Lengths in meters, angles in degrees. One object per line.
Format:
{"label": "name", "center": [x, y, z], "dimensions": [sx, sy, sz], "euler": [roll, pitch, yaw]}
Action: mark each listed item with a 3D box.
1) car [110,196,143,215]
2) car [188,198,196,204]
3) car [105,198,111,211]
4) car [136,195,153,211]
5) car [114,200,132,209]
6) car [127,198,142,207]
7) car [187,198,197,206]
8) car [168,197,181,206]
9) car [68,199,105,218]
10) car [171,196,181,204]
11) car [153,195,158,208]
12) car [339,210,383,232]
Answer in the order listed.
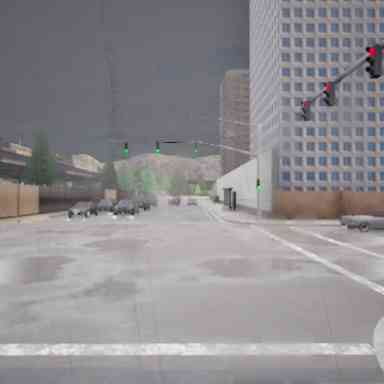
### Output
{"label": "car", "center": [-7.096, 1.572, 36.382], "dimensions": [2.097, 1.767, 4.553], "euler": [0, 0, 0]}
{"label": "car", "center": [-0.016, 2.044, 74.447], "dimensions": [1.895, 1.301, 4.718], "euler": [0, 0, 0]}
{"label": "car", "center": [-10.601, 1.604, 41.730], "dimensions": [2.097, 1.767, 4.553], "euler": [0, 0, 0]}
{"label": "car", "center": [-7.094, 1.498, 45.819], "dimensions": [2.150, 2.045, 5.566], "euler": [0, 0, 0]}
{"label": "car", "center": [-10.599, 1.911, 51.523], "dimensions": [1.895, 1.301, 4.718], "euler": [0, 0, 0]}
{"label": "car", "center": [-10.573, 1.850, 61.742], "dimensions": [1.882, 1.535, 5.008], "euler": [0, 0, 0]}
{"label": "car", "center": [0.081, 1.988, 64.205], "dimensions": [1.895, 1.301, 4.718], "euler": [0, 0, 0]}
{"label": "car", "center": [-3.514, 1.986, 63.874], "dimensions": [1.895, 1.301, 4.718], "euler": [0, 0, 0]}
{"label": "car", "center": [-10.610, 1.690, 32.833], "dimensions": [2.128, 1.511, 4.902], "euler": [0, 0, 1]}
{"label": "car", "center": [-3.517, 1.751, 74.068], "dimensions": [1.882, 1.535, 5.008], "euler": [0, 0, 0]}
{"label": "car", "center": [-7.077, 1.562, 56.548], "dimensions": [2.150, 2.045, 5.566], "euler": [0, 0, 0]}
{"label": "car", "center": [11.849, 1.782, 20.785], "dimensions": [4.718, 1.301, 1.895], "euler": [0, 0, 0]}
